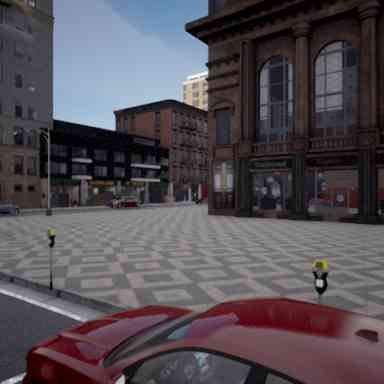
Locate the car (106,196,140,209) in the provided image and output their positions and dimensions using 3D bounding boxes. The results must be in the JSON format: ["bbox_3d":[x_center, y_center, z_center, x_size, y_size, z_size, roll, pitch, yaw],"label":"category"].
[{"bbox_3d":[-8.884,1.291,43.165,2.097,1.767,4.553,0,0,36],"label":"car"}]

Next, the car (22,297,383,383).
[{"bbox_3d":[0.486,1.544,2.499,4.507,1.381,1.887,0,0,35],"label":"car"}]

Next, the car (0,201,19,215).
[{"bbox_3d":[-18.202,1.493,30.505,1.994,1.385,4.181,0,0,36],"label":"car"}]

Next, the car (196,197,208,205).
[{"bbox_3d":[2.437,1.550,58.405,1.994,1.385,4.181,0,0,36],"label":"car"}]
